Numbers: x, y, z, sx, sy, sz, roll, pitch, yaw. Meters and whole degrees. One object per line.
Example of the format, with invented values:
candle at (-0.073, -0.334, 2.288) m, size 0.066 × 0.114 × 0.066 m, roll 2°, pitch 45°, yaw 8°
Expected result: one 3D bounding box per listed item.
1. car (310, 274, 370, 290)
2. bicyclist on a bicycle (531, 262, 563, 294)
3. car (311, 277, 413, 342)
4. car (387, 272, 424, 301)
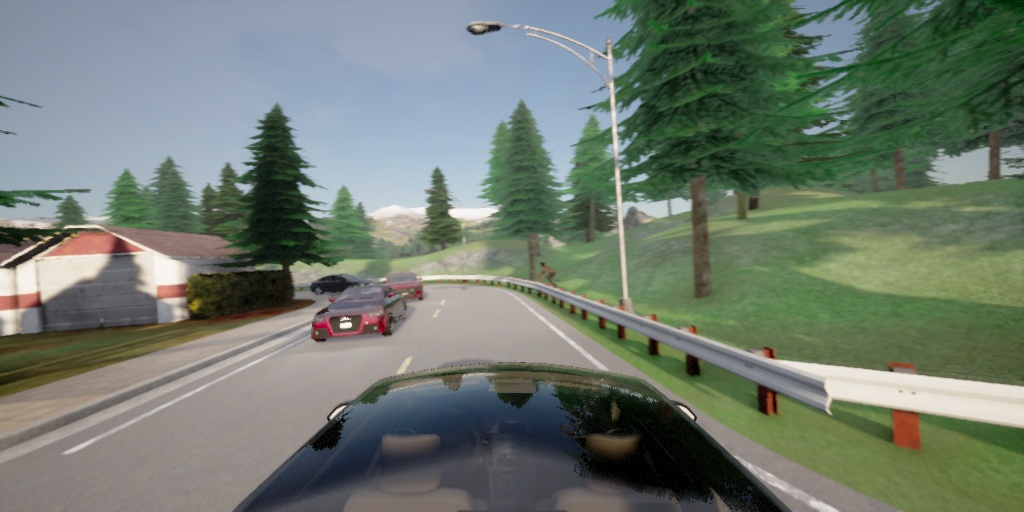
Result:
car at (-13.035, 2.137, 27.590) m, size 4.892 × 1.490 × 1.837 m, roll -4°, pitch 0°, yaw 12°
bicyclist on a bicycle at (1.725, 1.103, 18.027) m, size 1.656 × 1.620 × 0.582 m, roll -3°, pitch 1°, yaw -6°
car at (-4.530, 1.615, 11.167) m, size 1.994 × 1.385 × 4.181 m, roll -4°, pitch 0°, yaw -8°
car at (-6.079, 1.642, 19.916) m, size 1.882 × 1.535 × 5.008 m, roll -4°, pitch 0°, yaw -20°
